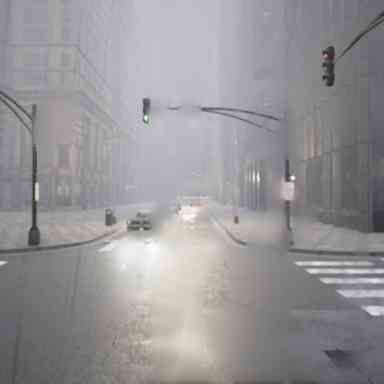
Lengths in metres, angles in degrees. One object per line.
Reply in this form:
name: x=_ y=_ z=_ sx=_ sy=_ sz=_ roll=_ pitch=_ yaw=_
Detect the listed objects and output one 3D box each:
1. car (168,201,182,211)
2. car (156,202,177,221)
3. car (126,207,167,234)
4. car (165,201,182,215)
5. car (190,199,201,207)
car: x=-2.611 y=2.168 z=51.372 sx=1.812 sy=1.442 sz=4.674 roll=0 pitch=-1 yaw=1
car: x=-2.818 y=1.955 z=31.331 sx=1.994 sy=1.385 sz=4.181 roll=0 pitch=-1 yaw=1
car: x=-2.906 y=1.869 z=21.389 sx=1.895 sy=1.301 sz=4.718 roll=0 pitch=-1 yaw=0
car: x=-2.739 y=1.868 z=41.334 sx=2.097 sy=1.767 sz=4.553 roll=0 pitch=-1 yaw=1
car: x=0.676 y=2.200 z=67.832 sx=2.097 sy=1.767 sz=4.553 roll=0 pitch=-1 yaw=0
